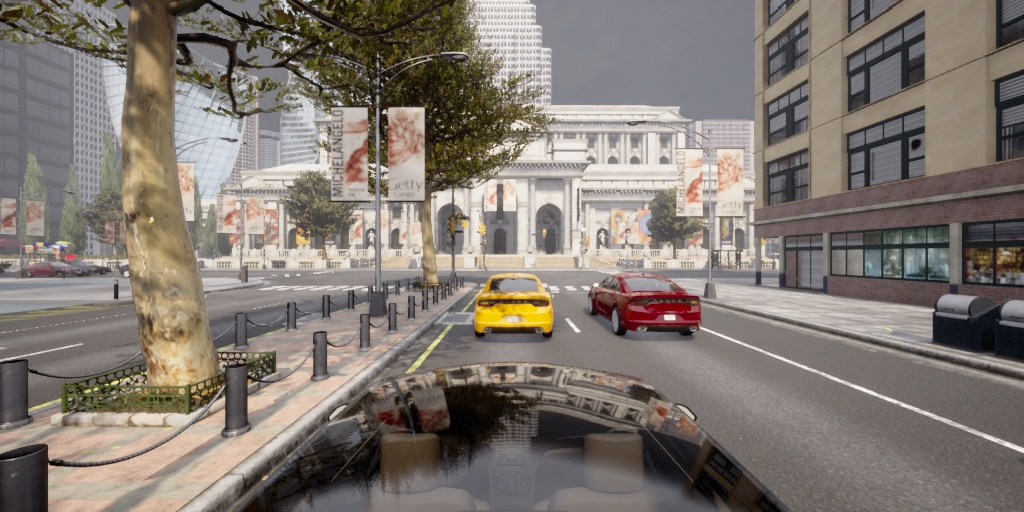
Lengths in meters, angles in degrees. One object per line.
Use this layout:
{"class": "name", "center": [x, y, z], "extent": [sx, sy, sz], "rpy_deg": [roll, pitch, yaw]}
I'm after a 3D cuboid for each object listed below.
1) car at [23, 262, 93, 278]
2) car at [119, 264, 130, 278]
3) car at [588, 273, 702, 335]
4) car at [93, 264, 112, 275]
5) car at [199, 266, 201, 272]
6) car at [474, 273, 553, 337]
{"class": "car", "center": [-43.381, 1.276, 33.967], "extent": [4.674, 1.442, 1.812], "rpy_deg": [0, 0, -1]}
{"class": "car", "center": [-34.182, 1.255, 34.000], "extent": [4.892, 1.490, 1.837], "rpy_deg": [0, 0, 0]}
{"class": "car", "center": [3.557, 1.228, 10.517], "extent": [1.882, 1.535, 5.008], "rpy_deg": [0, 0, 0]}
{"class": "car", "center": [-45.304, 1.297, 37.460], "extent": [5.357, 1.411, 2.033], "rpy_deg": [0, 0, 0]}
{"class": "car", "center": [-35.480, 1.228, 37.499], "extent": [5.008, 1.535, 1.882], "rpy_deg": [0, 0, 0]}
{"class": "car", "center": [0.055, 1.228, 10.338], "extent": [1.882, 1.535, 5.008], "rpy_deg": [0, 0, 0]}
